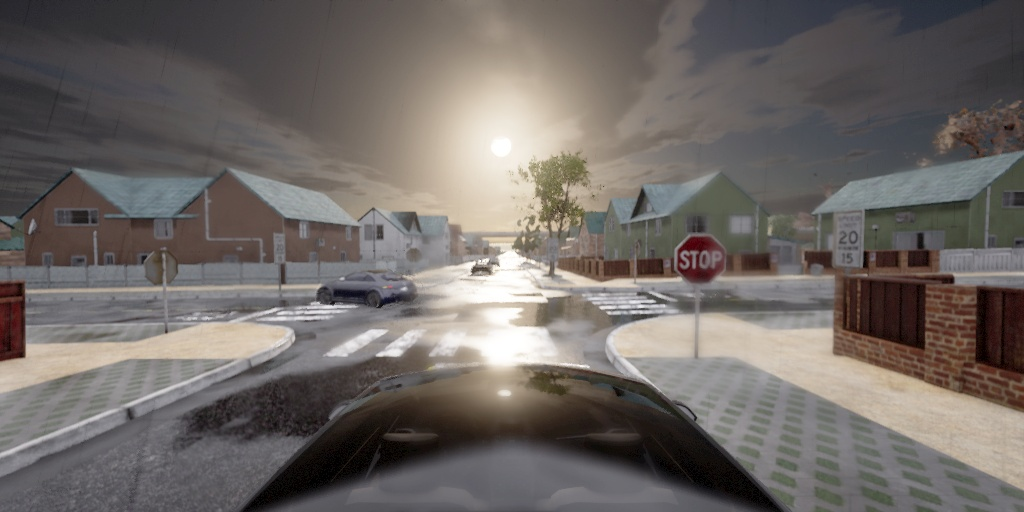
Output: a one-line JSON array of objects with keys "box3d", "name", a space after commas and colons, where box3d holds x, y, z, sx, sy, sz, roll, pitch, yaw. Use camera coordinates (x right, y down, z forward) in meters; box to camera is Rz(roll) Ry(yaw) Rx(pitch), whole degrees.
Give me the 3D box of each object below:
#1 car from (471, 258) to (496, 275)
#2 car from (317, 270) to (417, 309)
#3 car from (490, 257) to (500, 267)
[{"box3d": [-2.911, 1.146, 35.204, 1.895, 1.301, 4.718, 0, 0, 0], "name": "car"}, {"box3d": [-5.974, 1.268, 14.713, 4.181, 1.385, 1.994, -1, 2, 26], "name": "car"}, {"box3d": [-2.897, 0.912, 57.645, 1.837, 1.490, 4.892, 0, 0, 0], "name": "car"}]
